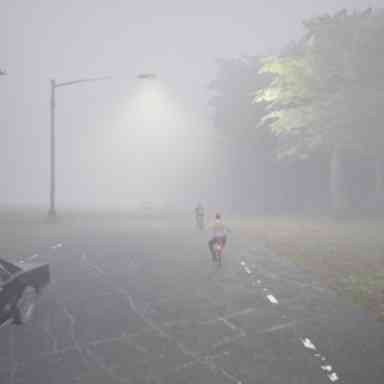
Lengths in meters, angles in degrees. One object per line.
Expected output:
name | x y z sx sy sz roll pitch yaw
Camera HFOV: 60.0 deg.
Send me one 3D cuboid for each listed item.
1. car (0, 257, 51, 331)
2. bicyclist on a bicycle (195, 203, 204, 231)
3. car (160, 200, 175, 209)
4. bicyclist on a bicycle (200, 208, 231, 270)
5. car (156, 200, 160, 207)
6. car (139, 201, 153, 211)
car | -3.662 1.594 4.284 1.895 1.301 4.718 0 0 -1
bicyclist on a bicycle | 0.452 1.449 18.815 0.582 1.620 1.656 0 -1 -3
car | -3.835 2.094 55.238 1.837 1.490 4.892 0 -1 -8
bicyclist on a bicycle | 0.774 1.416 9.993 0.866 1.612 1.509 0 0 -1
car | -6.805 2.469 73.272 2.033 1.411 5.357 0 -1 -11
car | -6.458 1.977 46.981 2.033 1.411 5.357 0 -1 -6
